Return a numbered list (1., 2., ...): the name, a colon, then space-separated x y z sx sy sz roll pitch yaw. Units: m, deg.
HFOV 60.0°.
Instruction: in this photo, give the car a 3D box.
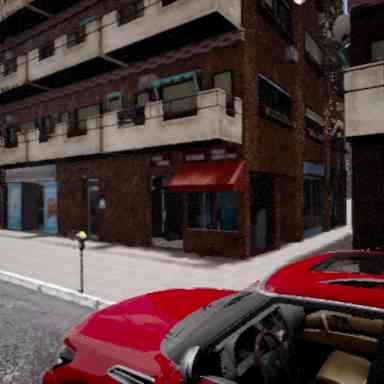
1. car: 1.193 1.315 2.039 5.009 1.841 2.192 0 -1 36
